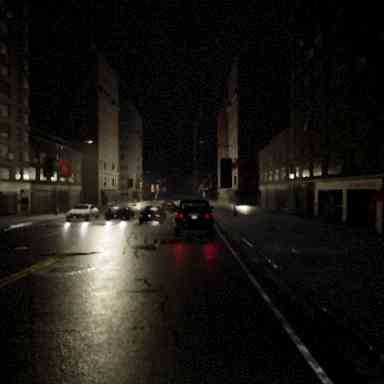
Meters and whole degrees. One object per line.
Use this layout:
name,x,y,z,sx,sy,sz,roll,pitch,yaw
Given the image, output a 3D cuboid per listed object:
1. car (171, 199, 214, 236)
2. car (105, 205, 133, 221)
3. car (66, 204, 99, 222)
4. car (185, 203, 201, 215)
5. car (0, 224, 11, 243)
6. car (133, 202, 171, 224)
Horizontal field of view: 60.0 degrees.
car,0.128,1.434,20.067,2.150,2.045,5.566,0,0,0
car,-6.464,1.870,30.108,1.994,1.385,4.181,0,-1,1
car,-9.718,1.826,29.910,1.812,1.442,4.674,0,-1,0
car,0.161,2.018,41.183,1.895,1.301,4.718,0,0,0
car,-9.826,1.740,14.133,1.895,1.301,4.718,0,-1,0
car,-3.145,1.827,27.131,2.033,1.411,5.357,0,-1,0
